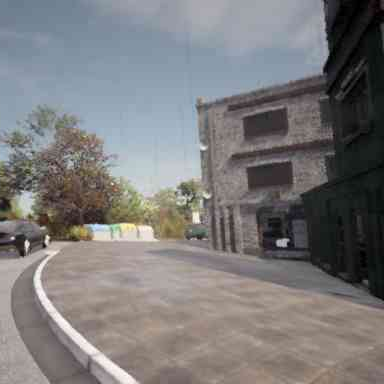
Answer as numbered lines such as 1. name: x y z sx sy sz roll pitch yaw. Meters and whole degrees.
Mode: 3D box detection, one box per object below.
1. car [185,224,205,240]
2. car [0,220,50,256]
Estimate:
1. car: 0.942 5.440 45.083 2.150 2.045 5.566 -6 -9 24
2. car: -8.102 2.070 15.401 1.837 1.490 4.892 -3 -2 -7
